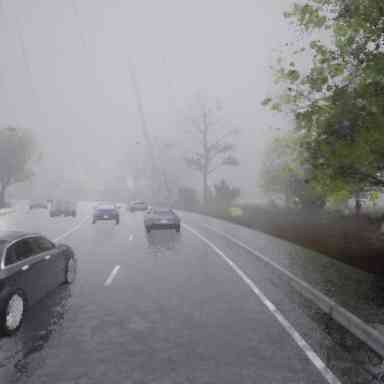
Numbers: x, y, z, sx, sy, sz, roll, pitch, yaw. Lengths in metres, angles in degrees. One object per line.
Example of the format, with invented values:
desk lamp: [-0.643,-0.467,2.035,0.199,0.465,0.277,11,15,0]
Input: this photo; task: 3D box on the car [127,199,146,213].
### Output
car: [-6.169,1.515,37.158,2.128,1.511,4.902,0,0,-18]

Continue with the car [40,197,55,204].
car: [-28.848,1.644,66.386,1.895,1.301,4.718,0,0,-36]

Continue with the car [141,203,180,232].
car: [-1.884,1.573,20.120,1.994,1.385,4.181,0,0,-10]

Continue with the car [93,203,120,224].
car: [-6.480,1.546,25.317,1.812,1.442,4.674,0,0,-13]

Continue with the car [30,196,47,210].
car: [-19.980,1.392,43.467,2.097,1.767,4.553,0,0,-24]

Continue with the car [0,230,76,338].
car: [-3.766,1.518,6.574,1.837,1.490,4.892,0,0,-3]

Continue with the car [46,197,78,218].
car: [-11.555,1.382,30.190,2.097,1.767,4.553,0,0,-16]
